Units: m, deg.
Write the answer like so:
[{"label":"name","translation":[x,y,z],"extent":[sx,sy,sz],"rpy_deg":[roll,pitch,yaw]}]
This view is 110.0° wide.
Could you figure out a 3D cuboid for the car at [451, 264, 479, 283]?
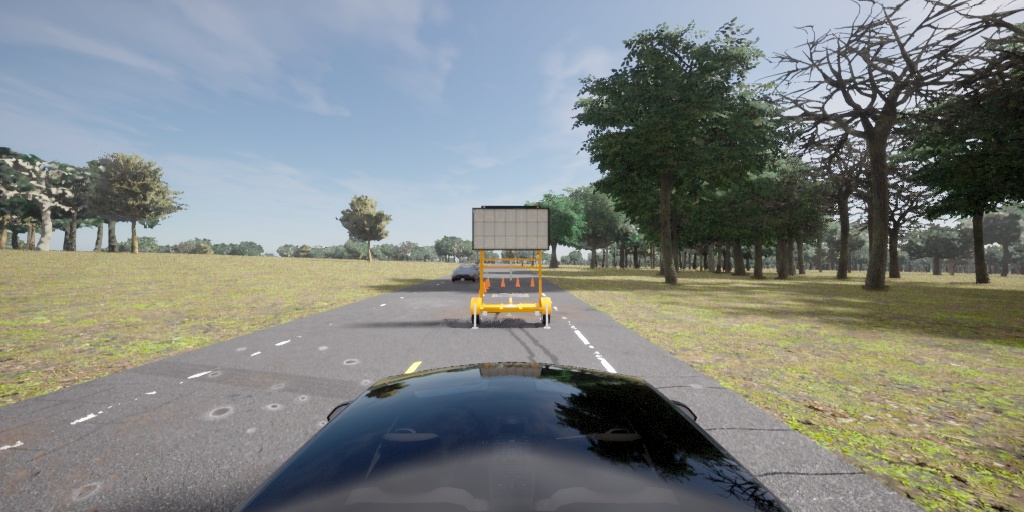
[{"label":"car","translation":[-3.678,1.381,29.175],"extent":[2.033,1.411,5.357],"rpy_deg":[0,0,-1]}]

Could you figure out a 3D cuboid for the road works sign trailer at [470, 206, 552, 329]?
[{"label":"road works sign trailer","translation":[-0.036,0.226,11.298],"extent":[2.380,3.560,2.880],"rpy_deg":[0,0,0]}]
